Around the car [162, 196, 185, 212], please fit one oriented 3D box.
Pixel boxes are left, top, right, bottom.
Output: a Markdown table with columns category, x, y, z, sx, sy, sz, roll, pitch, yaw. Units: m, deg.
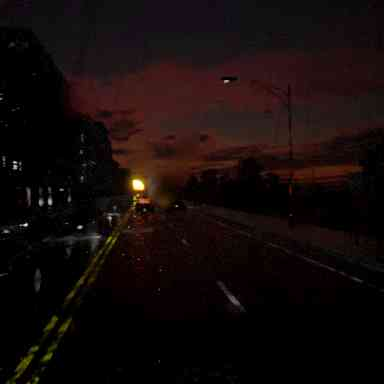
| category | x | y | z | sx | sy | sz | roll | pitch | yaw |
| --- | --- | --- | --- | --- | --- | --- | --- | --- | --- |
| car | -1.876 | 1.407 | 36.282 | 1.994 | 1.385 | 4.181 | -2 | 0 | -8 |

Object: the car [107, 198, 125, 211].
| category | x | y | z | sx | sy | sz | roll | pitch | yaw |
| --- | --- | --- | --- | --- | --- | --- | --- | --- | --- |
| car | -9.003 | 1.511 | 39.636 | 2.128 | 1.511 | 4.902 | -2 | 0 | -8 |

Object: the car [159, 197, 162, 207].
| category | x | y | z | sx | sy | sz | roll | pitch | yaw |
| --- | --- | --- | --- | --- | --- | --- | --- | --- | --- |
| car | -3.713 | 1.305 | 48.447 | 1.882 | 1.535 | 5.008 | -2 | 1 | -8 |

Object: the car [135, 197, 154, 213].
| category | x | y | z | sx | sy | sz | roll | pitch | yaw |
| --- | --- | --- | --- | --- | --- | --- | --- | --- | --- |
| car | -5.124 | 1.532 | 36.036 | 1.895 | 1.301 | 4.718 | -2 | 0 | -8 |

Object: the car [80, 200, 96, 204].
| category | x | y | z | sx | sy | sz | roll | pitch | yaw |
| --- | --- | --- | --- | --- | --- | --- | --- | --- | --- |
| car | -12.228 | 1.650 | 39.246 | 2.033 | 1.411 | 5.357 | -2 | 0 | -8 |

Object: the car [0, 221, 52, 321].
| category | x | y | z | sx | sy | sz | roll | pitch | yaw |
| --- | --- | --- | --- | --- | --- | --- | --- | --- | --- |
| car | -4.063 | 1.578 | 5.776 | 1.837 | 1.490 | 4.892 | -2 | 0 | -8 |

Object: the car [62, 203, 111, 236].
| category | x | y | z | sx | sy | sz | roll | pitch | yaw |
| --- | --- | --- | --- | --- | --- | --- | --- | --- | --- |
| car | -6.027 | 1.612 | 19.007 | 1.994 | 1.385 | 4.181 | -2 | 0 | -8 |

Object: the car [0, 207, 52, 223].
| category | x | y | z | sx | sy | sz | roll | pitch | yaw |
| --- | --- | --- | --- | --- | --- | --- | --- | --- | --- |
| car | -9.218 | 1.625 | 18.381 | 2.128 | 1.511 | 4.902 | -2 | 1 | -8 |

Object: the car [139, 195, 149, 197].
| category | x | y | z | sx | sy | sz | roll | pitch | yaw |
| --- | --- | --- | --- | --- | --- | --- | --- | --- | --- |
| car | -6.897 | 1.267 | 47.746 | 2.097 | 1.767 | 4.553 | -2 | 0 | -8 |
